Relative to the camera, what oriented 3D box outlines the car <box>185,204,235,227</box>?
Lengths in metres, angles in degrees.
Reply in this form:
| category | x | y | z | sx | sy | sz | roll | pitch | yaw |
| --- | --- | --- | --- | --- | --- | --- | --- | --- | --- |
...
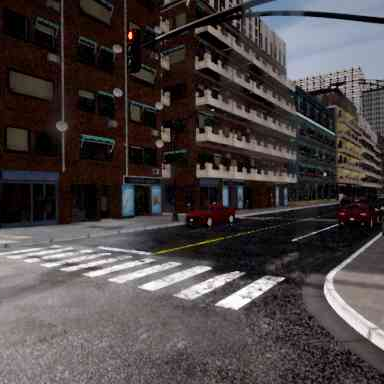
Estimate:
| category | x | y | z | sx | sy | sz | roll | pitch | yaw |
| --- | --- | --- | --- | --- | --- | --- | --- | --- | --- |
| car | 1.305 | 1.515 | 22.735 | 1.887 | 1.381 | 4.507 | -1 | 0 | 36 |

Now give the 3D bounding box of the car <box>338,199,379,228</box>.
| category | x | y | z | sx | sy | sz | roll | pitch | yaw |
| --- | --- | --- | --- | --- | --- | --- | --- | --- | --- |
| car | 10.231 | 1.372 | 20.343 | 1.887 | 1.381 | 4.507 | -1 | 0 | 36 |

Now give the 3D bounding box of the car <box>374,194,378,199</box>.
| category | x | y | z | sx | sy | sz | roll | pitch | yaw |
| --- | --- | --- | --- | --- | --- | --- | --- | --- | --- |
| car | 43.724 | 1.232 | 80.336 | 1.947 | 1.339 | 4.313 | -1 | 0 | 36 |

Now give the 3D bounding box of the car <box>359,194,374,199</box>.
| category | x | y | z | sx | sy | sz | roll | pitch | yaw |
| --- | --- | --- | --- | --- | --- | --- | --- | --- | --- |
| car | 37.002 | 1.293 | 71.173 | 1.802 | 1.307 | 4.206 | -1 | 0 | 36 |

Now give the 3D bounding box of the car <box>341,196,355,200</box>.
| category | x | y | z | sx | sy | sz | roll | pitch | yaw |
| --- | --- | --- | --- | --- | --- | --- | --- | --- | --- |
| car | 26.917 | 1.347 | 57.428 | 1.947 | 1.339 | 4.313 | -1 | 0 | 36 |
